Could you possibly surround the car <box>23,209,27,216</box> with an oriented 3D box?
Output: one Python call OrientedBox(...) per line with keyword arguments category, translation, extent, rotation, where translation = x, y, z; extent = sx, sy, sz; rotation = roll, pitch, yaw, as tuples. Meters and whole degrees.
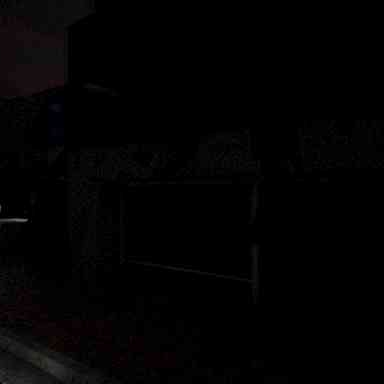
OrientedBox(category="car", translation=(-11.602, 1.470, 28.865), extent=(2.033, 1.411, 5.357), rotation=(0, 0, 36))
